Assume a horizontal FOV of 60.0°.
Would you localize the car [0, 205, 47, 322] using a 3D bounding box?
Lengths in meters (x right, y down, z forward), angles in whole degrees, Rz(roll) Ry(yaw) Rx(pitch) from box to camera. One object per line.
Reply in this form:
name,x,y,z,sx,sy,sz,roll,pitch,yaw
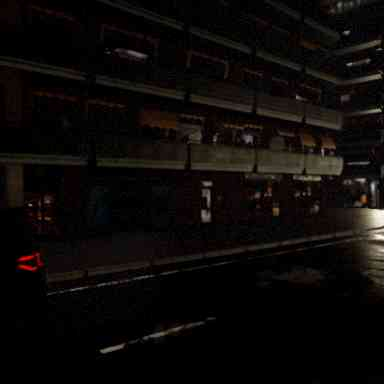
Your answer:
car,-4.874,1.236,4.223,5.566,2.045,2.150,0,0,-36
